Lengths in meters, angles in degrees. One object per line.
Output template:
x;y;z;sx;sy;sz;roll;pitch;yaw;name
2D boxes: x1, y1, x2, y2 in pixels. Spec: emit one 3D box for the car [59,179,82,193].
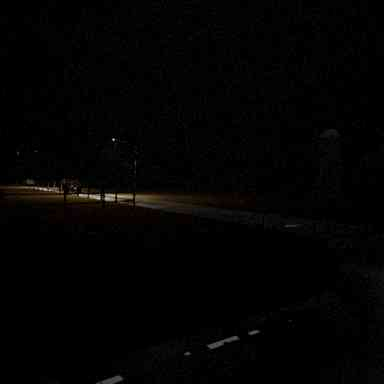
-18.403;-0.958;50.075;2.150;2.045;5.566;2;2;-36;car
